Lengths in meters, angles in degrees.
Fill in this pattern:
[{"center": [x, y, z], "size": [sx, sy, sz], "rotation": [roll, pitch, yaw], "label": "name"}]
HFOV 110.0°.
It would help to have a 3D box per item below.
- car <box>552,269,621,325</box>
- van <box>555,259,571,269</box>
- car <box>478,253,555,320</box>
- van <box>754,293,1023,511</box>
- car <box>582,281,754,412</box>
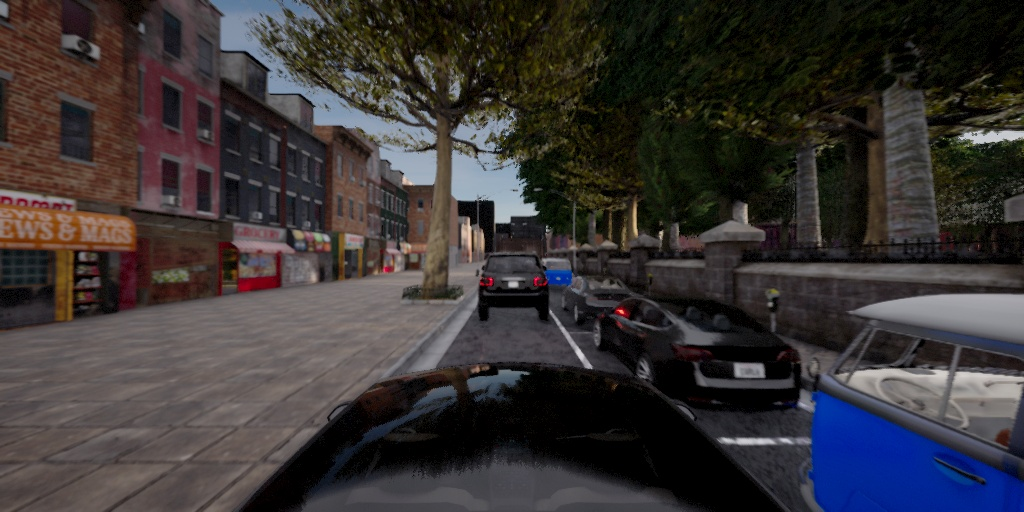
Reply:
[{"center": [2.639, 1.284, 11.527], "size": [2.007, 1.370, 4.403], "rotation": [0, 0, 0], "label": "car"}, {"center": [2.639, 1.062, 22.426], "size": [1.690, 1.789, 3.998], "rotation": [0, 0, 0], "label": "van"}, {"center": [0.080, 0.945, 12.743], "size": [2.150, 2.045, 5.566], "rotation": [0, -1, 1], "label": "car"}, {"center": [2.639, 1.093, 0.628], "size": [1.690, 1.789, 3.998], "rotation": [0, 0, 0], "label": "van"}, {"center": [2.639, 1.308, 6.078], "size": [1.948, 1.339, 4.313], "rotation": [0, 0, 0], "label": "car"}]
